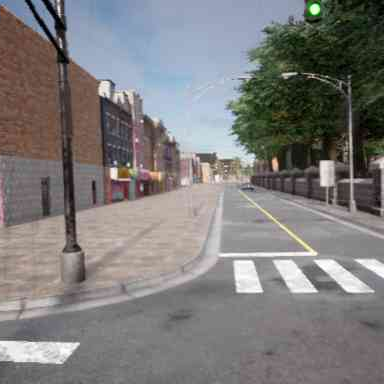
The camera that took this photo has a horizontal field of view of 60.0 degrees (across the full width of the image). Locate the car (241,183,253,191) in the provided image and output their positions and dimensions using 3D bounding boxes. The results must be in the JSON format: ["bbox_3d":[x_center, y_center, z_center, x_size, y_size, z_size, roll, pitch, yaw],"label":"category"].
[{"bbox_3d":[9.651,-0.951,58.144,2.033,1.411,5.357,-2,2,5],"label":"car"}]
